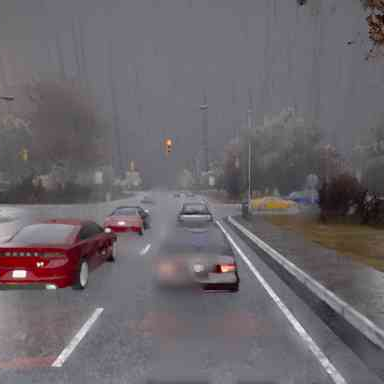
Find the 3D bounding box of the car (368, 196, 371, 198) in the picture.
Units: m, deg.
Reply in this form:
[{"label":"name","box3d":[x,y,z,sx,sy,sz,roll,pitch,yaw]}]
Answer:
[{"label":"car","box3d":[24.093,1.208,43.784,5.357,1.411,2.033,0,1,-3]}]

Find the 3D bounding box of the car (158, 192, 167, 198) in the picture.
[{"label":"car","box3d":[-7.290,0.758,82.809,2.128,1.511,4.902,0,1,-2]}]

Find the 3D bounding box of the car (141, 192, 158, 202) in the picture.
[{"label":"car","box3d":[-7.058,1.174,53.628,1.895,1.301,4.718,0,1,0]}]

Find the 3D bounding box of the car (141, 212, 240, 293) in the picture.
[{"label":"car","box3d":[0.106,1.514,8.940,2.033,1.411,5.357,0,0,0]}]

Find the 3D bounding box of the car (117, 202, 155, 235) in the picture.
[{"label":"car","box3d":[-3.387,1.455,18.001,1.994,1.385,4.181,0,1,0]}]

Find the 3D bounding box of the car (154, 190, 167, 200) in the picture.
[{"label":"car","box3d":[-6.984,0.638,69.188,2.150,2.045,5.566,0,1,0]}]

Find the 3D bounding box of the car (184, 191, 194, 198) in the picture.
[{"label":"car","box3d":[-0.436,0.699,86.198,2.128,1.511,4.902,0,1,-4]}]

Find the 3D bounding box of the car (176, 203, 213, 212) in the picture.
[{"label":"car","box3d":[0.141,1.377,18.632,2.128,1.511,4.902,0,1,-1]}]

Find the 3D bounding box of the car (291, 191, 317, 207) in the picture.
[{"label":"car","box3d":[13.792,0.888,43.207,5.566,2.045,2.150,0,1,-4]}]

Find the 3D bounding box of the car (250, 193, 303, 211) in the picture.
[{"label":"car","box3d":[8.815,1.210,35.748,5.008,1.535,1.882,0,1,0]}]

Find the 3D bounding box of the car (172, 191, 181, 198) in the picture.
[{"label":"car","box3d":[-3.936,0.771,86.115,1.895,1.301,4.718,0,1,-4]}]

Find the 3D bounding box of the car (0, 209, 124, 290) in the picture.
[{"label":"car","box3d":[-3.392,1.444,9.014,1.882,1.535,5.008,0,0,0]}]
